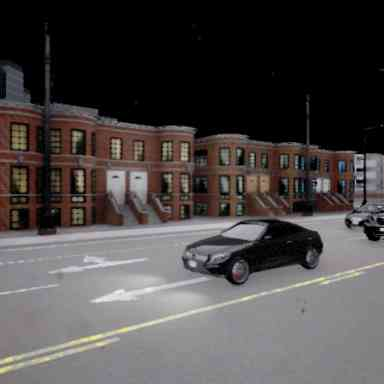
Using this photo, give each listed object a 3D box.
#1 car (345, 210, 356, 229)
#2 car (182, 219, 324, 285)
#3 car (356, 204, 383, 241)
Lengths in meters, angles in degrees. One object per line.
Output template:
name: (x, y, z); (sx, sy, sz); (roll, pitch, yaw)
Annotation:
car: (11.424, 1.500, 20.623); (4.902, 1.511, 2.128); (0, 0, -35)
car: (1.927, 1.527, 9.609); (4.674, 1.442, 1.812); (0, 0, -35)
car: (10.288, 1.224, 15.511); (5.566, 2.045, 2.150); (0, 0, -36)
